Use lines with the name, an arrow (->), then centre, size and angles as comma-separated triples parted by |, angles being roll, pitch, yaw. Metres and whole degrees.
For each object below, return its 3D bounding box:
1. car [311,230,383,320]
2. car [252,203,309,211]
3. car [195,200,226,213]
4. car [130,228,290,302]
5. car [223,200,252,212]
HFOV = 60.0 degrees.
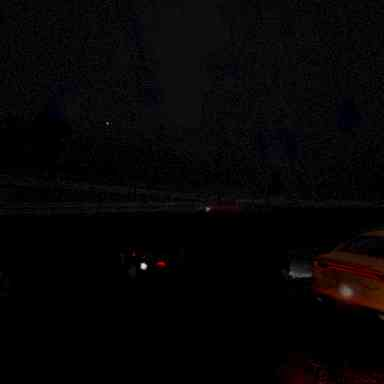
car -> 4.618, 1.553, 7.045 | 5.008, 1.535, 1.882 | 1, 0, -36
car -> 7.484, 1.697, 26.537 | 4.902, 1.511, 2.128 | 1, 0, -36
car -> 2.520, 1.549, 31.594 | 4.553, 1.767, 2.097 | 1, 0, -35
car -> 0.564, 1.616, 8.450 | 4.181, 1.385, 1.994 | 1, 0, -36
car -> 5.451, 1.711, 29.386 | 4.892, 1.490, 1.837 | 1, 0, -36
